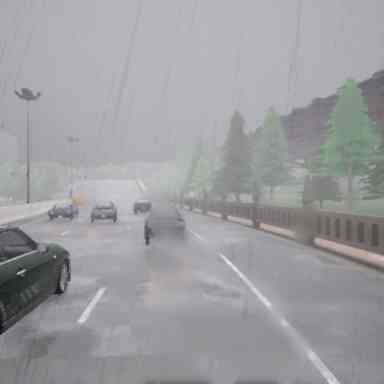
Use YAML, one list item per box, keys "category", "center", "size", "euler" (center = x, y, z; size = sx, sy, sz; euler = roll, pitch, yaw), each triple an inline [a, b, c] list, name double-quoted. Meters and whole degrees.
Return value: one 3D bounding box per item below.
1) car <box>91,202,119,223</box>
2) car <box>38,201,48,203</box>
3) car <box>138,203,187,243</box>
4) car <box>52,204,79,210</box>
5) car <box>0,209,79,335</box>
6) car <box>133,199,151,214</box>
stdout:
- category: "car"
  center: [-6.812, 1.527, 26.114]
  size: [2.128, 1.511, 4.902]
  euler: [0, 0, -12]
- category: "car"
  center: [-23.388, 1.460, 52.892]
  size: [2.097, 1.767, 4.553]
  euler: [0, 0, -12]
- category: "car"
  center: [-1.385, 1.503, 16.100]
  size: [2.128, 1.511, 4.902]
  euler: [0, 0, -8]
- category: "car"
  center: [-10.864, 1.653, 28.455]
  size: [1.895, 1.301, 4.718]
  euler: [0, 0, -12]
- category: "car"
  center: [-3.776, 1.368, 5.861]
  size: [2.097, 1.767, 4.553]
  euler: [0, 0, -3]
- category: "car"
  center: [-5.478, 1.510, 36.716]
  size: [1.882, 1.535, 5.008]
  euler: [0, 0, -12]
